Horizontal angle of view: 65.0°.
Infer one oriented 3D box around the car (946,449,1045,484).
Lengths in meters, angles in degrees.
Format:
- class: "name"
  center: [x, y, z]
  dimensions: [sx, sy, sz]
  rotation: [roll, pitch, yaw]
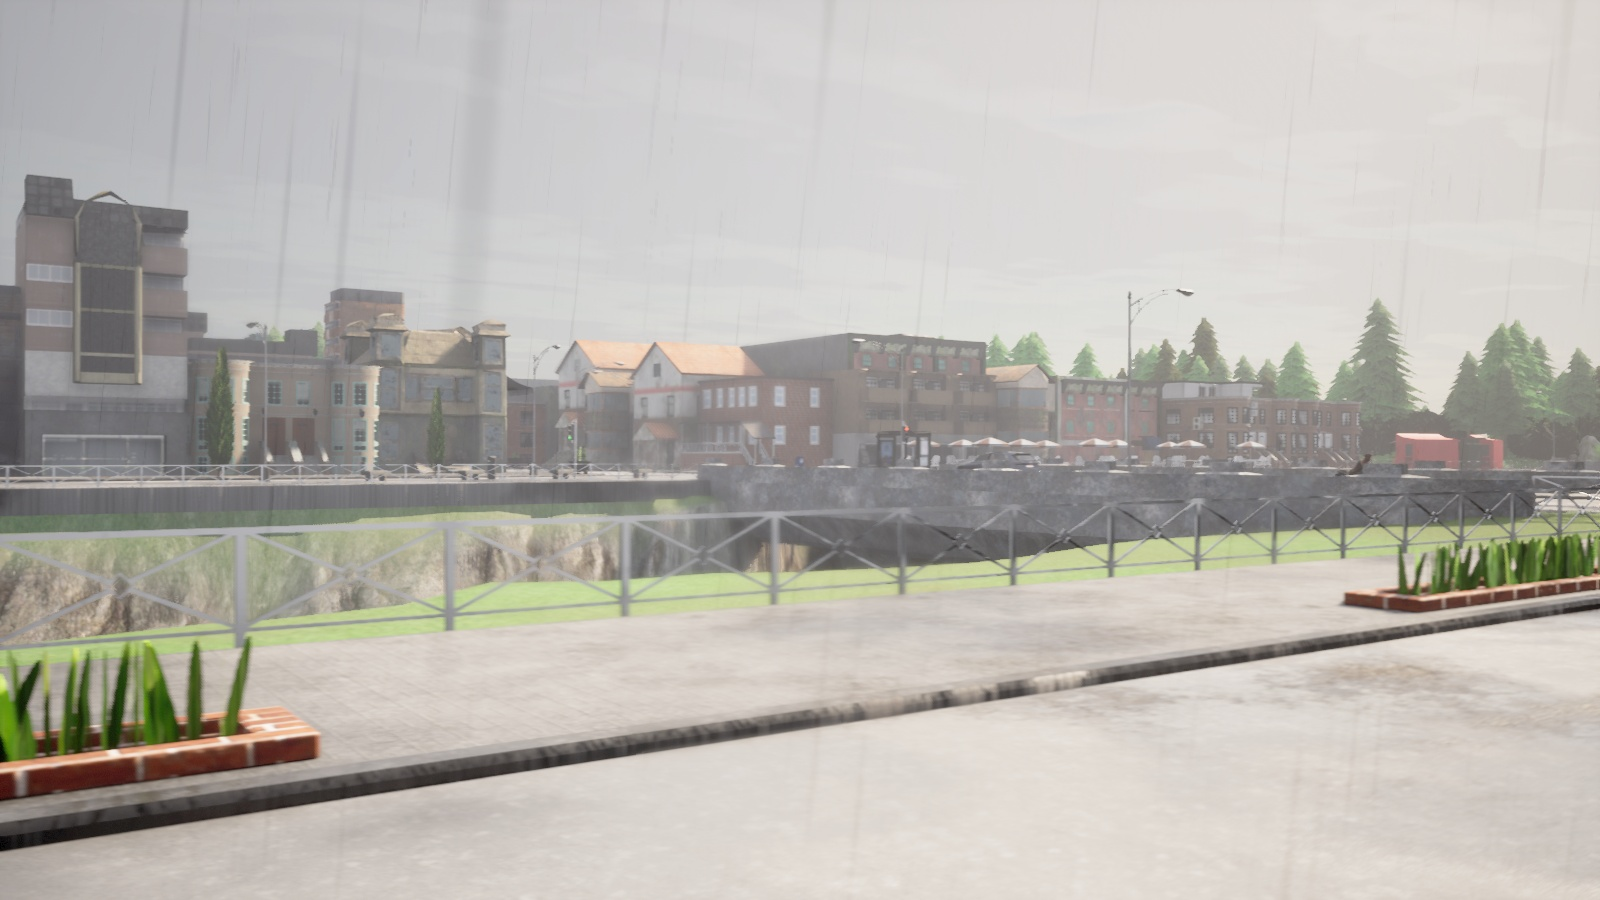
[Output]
- class: "car"
  center: [9.563, 0.806, 61.804]
  dimensions: [2.033, 1.649, 4.856]
  rotation: [0, 0, -35]
